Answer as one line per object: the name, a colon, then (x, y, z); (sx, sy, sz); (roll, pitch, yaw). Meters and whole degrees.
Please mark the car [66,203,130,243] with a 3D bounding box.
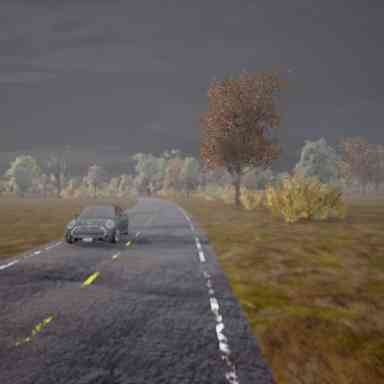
car: (-4.283, 1.339, 15.715); (2.097, 1.767, 4.553); (0, 0, -2)
